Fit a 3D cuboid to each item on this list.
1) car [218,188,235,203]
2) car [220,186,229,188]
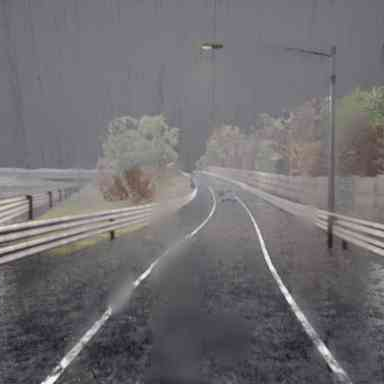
[{"bbox_3d":[4.908,0.637,45.504,2.033,1.411,5.357,1,3,3],"label":"car"},{"bbox_3d":[5.446,-0.279,55.920,2.097,1.767,4.553,0,5,1],"label":"car"}]
